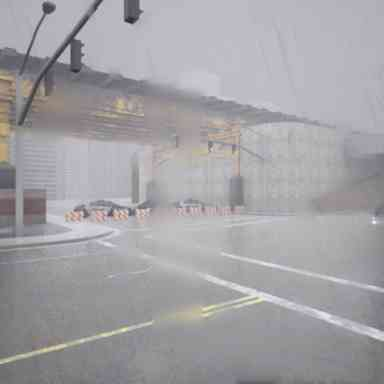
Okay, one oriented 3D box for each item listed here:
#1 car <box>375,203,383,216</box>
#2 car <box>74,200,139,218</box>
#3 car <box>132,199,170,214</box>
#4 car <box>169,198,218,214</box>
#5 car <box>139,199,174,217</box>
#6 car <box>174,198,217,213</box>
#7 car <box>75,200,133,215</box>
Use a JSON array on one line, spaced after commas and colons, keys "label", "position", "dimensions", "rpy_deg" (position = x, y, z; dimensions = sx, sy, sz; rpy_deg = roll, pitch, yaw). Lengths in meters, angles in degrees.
[{"label": "car", "position": [19.177, 1.466, 31.459], "dimensions": [5.008, 1.535, 1.882], "rpy_deg": [0, 0, -37]}, {"label": "car", "position": [-7.509, 1.449, 28.824], "dimensions": [4.974, 1.542, 2.038], "rpy_deg": [0, 0, 8]}, {"label": "car", "position": [-3.750, 1.290, 31.561], "dimensions": [1.853, 1.218, 4.536], "rpy_deg": [0, 0, 18]}, {"label": "car", "position": [0.142, 1.446, 35.273], "dimensions": [4.974, 1.542, 2.038], "rpy_deg": [0, 0, -7]}, {"label": "car", "position": [-3.766, 1.448, 31.511], "dimensions": [2.038, 1.542, 4.974], "rpy_deg": [0, 0, 18]}, {"label": "car", "position": [0.090, 1.288, 35.267], "dimensions": [4.536, 1.218, 1.853], "rpy_deg": [0, 0, -7]}, {"label": "car", "position": [-7.560, 1.292, 28.831], "dimensions": [4.536, 1.218, 1.853], "rpy_deg": [0, 0, 8]}]
